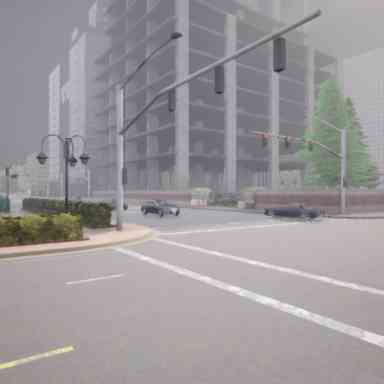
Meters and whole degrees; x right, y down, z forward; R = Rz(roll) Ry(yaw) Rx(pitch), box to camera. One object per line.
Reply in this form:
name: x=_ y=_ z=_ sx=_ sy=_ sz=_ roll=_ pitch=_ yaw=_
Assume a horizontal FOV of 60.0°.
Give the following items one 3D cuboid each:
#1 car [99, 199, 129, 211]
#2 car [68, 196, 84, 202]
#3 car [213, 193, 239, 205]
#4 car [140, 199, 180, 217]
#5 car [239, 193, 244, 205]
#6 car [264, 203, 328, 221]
car: x=-9.352 y=1.483 z=39.155 sx=2.033 sy=1.411 sz=5.357 roll=0 pitch=0 yaw=-36
car: x=-17.908 y=1.441 z=50.993 sx=1.837 sy=1.490 sz=4.892 roll=0 pitch=0 yaw=-36
car: x=5.141 y=1.094 z=53.544 sx=1.905 sy=1.878 sz=3.866 roll=0 pitch=0 yaw=-36
car: x=-2.954 y=1.427 z=30.344 sx=2.128 sy=1.511 sz=4.902 roll=0 pitch=0 yaw=-36
car: x=7.531 y=1.092 z=55.258 sx=1.905 sy=1.878 sz=3.866 roll=0 pitch=0 yaw=-36
car: x=8.236 y=1.542 z=26.804 sx=4.718 sy=1.301 sz=1.895 roll=0 pitch=1 yaw=44
